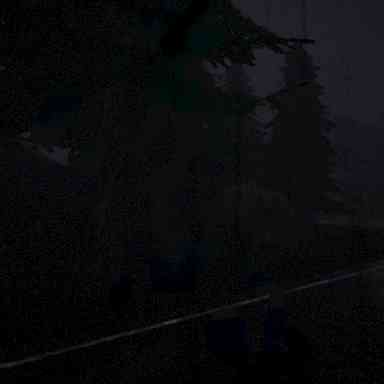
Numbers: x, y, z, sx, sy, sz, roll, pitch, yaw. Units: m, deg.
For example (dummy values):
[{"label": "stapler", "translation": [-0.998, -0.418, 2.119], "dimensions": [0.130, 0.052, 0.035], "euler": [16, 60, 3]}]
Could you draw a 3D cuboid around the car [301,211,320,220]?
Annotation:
[{"label": "car", "translation": [8.580, 1.512, 28.617], "dimensions": [1.837, 1.490, 4.892], "euler": [0, 0, -35]}]
